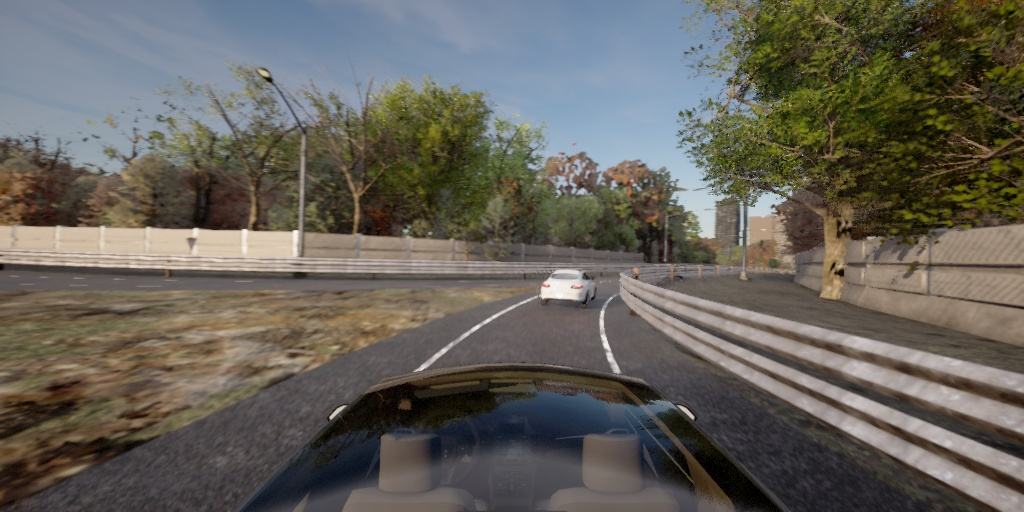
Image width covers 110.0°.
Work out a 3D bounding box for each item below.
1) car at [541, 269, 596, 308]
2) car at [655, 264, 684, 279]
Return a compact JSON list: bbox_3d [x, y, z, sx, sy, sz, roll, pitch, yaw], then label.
[{"bbox_3d":[2.518,1.302,15.518,1.812,1.442,4.674,1,0,19],"label":"car"},{"bbox_3d":[16.822,1.632,38.084,2.128,1.511,4.902,2,0,41],"label":"car"}]
